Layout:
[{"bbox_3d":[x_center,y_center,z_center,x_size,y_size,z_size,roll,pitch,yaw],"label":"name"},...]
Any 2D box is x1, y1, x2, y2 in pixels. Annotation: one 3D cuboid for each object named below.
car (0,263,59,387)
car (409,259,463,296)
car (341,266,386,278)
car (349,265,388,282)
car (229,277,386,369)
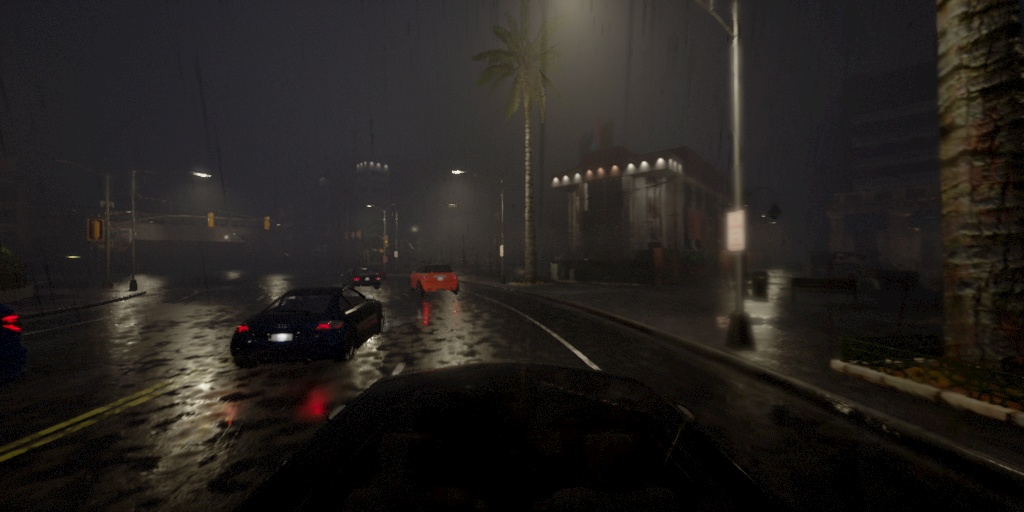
[{"bbox_3d":[-7.183,1.034,2.159,2.150,2.045,5.566,0,0,-3],"label":"car"},{"bbox_3d":[-4.630,1.233,20.810,2.097,1.767,4.553,0,0,-24],"label":"car"},{"bbox_3d":[-10.269,1.493,24.186,2.033,1.411,5.357,0,0,-33],"label":"car"},{"bbox_3d":[-13.491,1.582,33.611,1.994,1.385,4.181,0,0,-44],"label":"car"},{"bbox_3d":[-4.248,1.381,8.153,1.994,1.385,4.181,0,0,-8],"label":"car"}]
